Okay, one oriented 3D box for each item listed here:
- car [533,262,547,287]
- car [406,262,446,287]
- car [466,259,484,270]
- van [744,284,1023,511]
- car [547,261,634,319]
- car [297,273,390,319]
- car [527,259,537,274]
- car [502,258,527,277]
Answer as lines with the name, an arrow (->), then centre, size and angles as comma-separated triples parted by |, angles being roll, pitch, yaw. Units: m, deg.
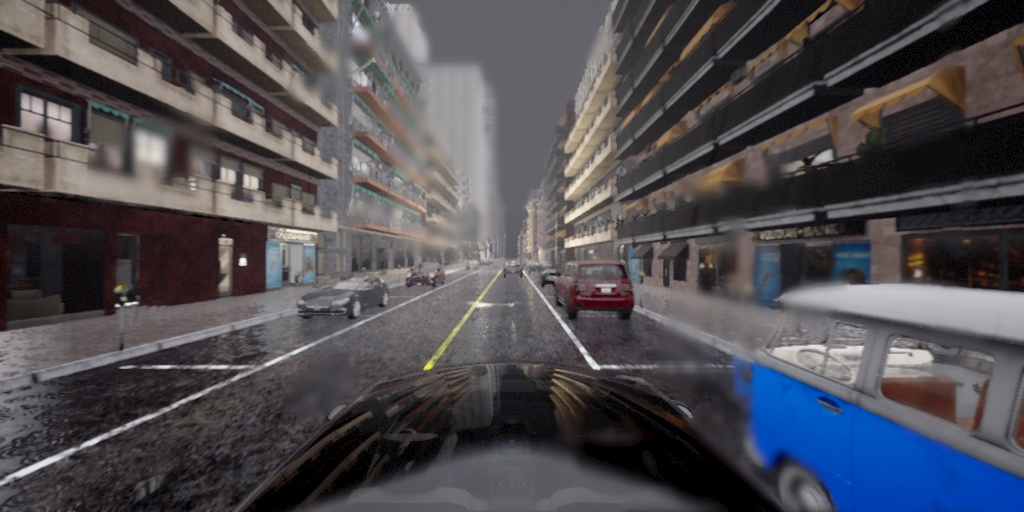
car -> 2.686, 1.319, 24.011 | 1.948, 1.339, 4.313 | 0, 0, 0
car -> -5.695, 1.193, 24.007 | 1.967, 1.591, 4.097 | 0, 0, 0
car -> -5.699, 1.317, 52.420 | 2.007, 1.370, 4.403 | 0, 0, 0
van -> 2.689, 1.091, 1.282 | 1.690, 1.789, 3.998 | 0, 0, 0
car -> 2.687, 1.066, 12.646 | 2.192, 1.841, 5.009 | 0, 0, 0
car -> -5.693, 1.302, 12.643 | 2.007, 1.370, 4.403 | 0, 0, 0
car -> 2.684, 1.310, 41.058 | 2.007, 1.370, 4.403 | 0, 0, 0
car -> 0.093, 1.250, 35.208 | 2.128, 1.511, 4.902 | 0, 0, 0
